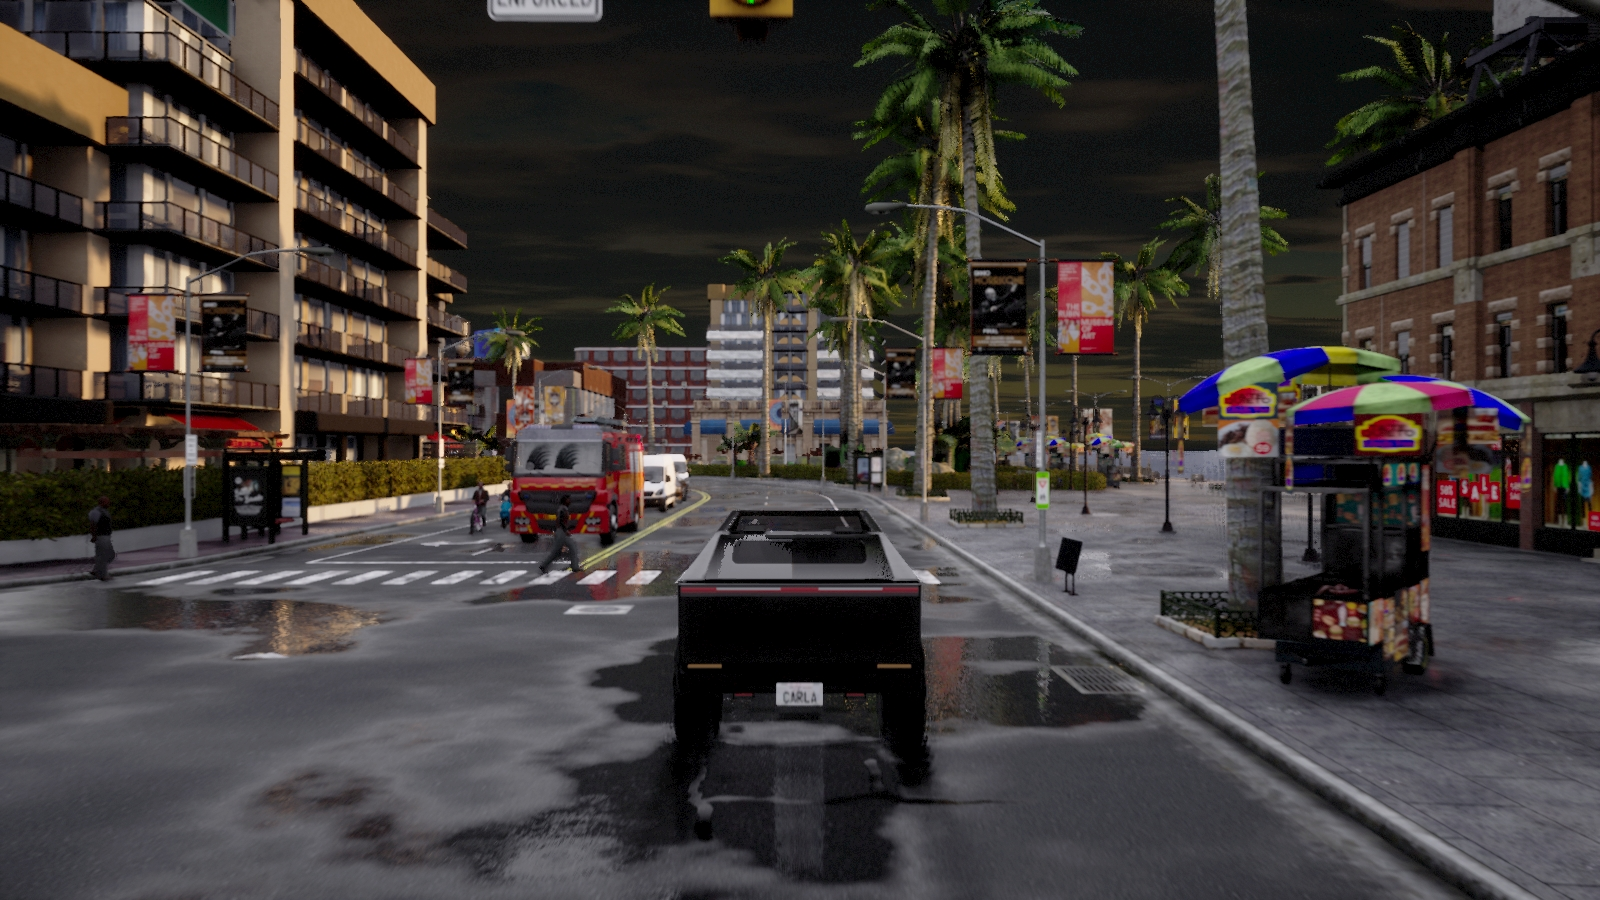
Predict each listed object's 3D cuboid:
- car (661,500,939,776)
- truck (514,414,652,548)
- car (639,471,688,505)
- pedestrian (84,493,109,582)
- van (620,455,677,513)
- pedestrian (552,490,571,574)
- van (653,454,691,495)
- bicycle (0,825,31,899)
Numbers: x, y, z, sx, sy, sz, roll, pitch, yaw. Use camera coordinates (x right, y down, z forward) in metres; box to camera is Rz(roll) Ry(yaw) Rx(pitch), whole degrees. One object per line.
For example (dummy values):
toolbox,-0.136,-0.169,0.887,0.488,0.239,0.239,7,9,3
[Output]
car,-0.005,1.753,12.954,2.390,2.098,6.274,0,0,0
truck,-6.763,0.890,36.990,2.891,3.827,8.468,0,0,0
car,-7.190,1.992,60.855,2.152,1.651,5.027,0,0,-2
pedestrian,-14.961,1.849,24.299,0.375,1.860,0.375,0,0,-16
van,-7.061,1.534,53.818,1.988,2.561,5.915,0,0,-1
pedestrian,-5.390,1.849,25.799,0.375,1.860,0.375,0,0,-4
van,-8.419,1.535,74.685,1.988,2.561,5.915,0,0,-11
bicycle,-3.487,2.210,4.017,0.329,1.171,1.835,0,0,0
